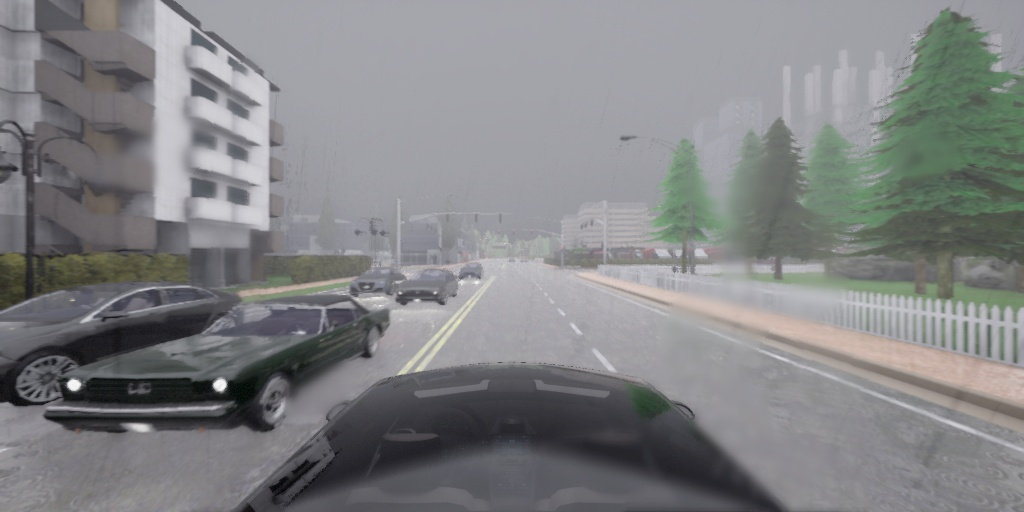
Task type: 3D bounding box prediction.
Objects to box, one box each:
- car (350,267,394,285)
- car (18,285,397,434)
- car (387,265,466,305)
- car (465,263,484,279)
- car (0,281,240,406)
[{"bbox_3d":[-7.064,1.316,19.388,1.994,1.385,4.181,0,0,0],"label":"car"},{"bbox_3d":[-3.593,1.351,5.670,1.895,1.301,4.718,0,0,0],"label":"car"},{"bbox_3d":[-3.577,1.299,16.201,2.033,1.411,5.357,0,0,0],"label":"car"},{"bbox_3d":[-3.498,1.321,32.273,2.033,1.411,5.357,0,0,0],"label":"car"},{"bbox_3d":[-7.100,1.242,6.312,2.128,1.511,4.902,0,0,0],"label":"car"}]
